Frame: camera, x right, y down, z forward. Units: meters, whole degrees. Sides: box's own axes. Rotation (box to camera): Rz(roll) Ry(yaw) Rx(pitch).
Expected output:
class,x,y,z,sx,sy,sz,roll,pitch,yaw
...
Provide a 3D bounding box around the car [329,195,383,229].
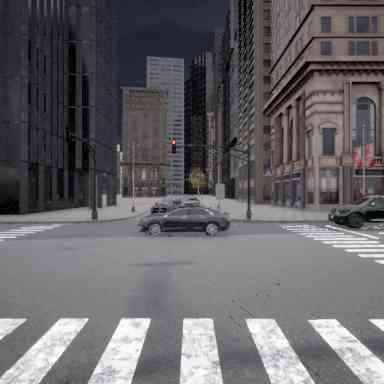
class,x,y,z,sx,sy,sz,roll,pitch,yaw
car,11.615,1.216,20.917,5.566,2.045,2.150,0,0,1

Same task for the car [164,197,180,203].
class,x,y,z,sx,sy,sz,roll,pitch,yaw
car,-3.058,1.552,43.178,2.128,1.511,4.902,0,0,0

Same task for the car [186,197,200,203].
class,x,y,z,sx,sy,sz,roll,pitch,yaw
car,0.091,1.548,34.607,1.837,1.490,4.892,0,0,0

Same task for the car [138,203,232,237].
class,x,y,z,sx,sy,sz,roll,pitch,yaw
car,-0.382,1.501,17.575,4.892,1.490,1.837,0,0,0

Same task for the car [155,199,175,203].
class,x,y,z,sx,sy,sz,roll,pitch,yaw
car,-3.052,1.641,33.782,1.895,1.301,4.718,0,0,0

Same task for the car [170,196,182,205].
class,x,y,z,sx,sy,sz,roll,pitch,yaw
car,-2.995,1.592,62.738,1.882,1.535,5.008,0,0,0
